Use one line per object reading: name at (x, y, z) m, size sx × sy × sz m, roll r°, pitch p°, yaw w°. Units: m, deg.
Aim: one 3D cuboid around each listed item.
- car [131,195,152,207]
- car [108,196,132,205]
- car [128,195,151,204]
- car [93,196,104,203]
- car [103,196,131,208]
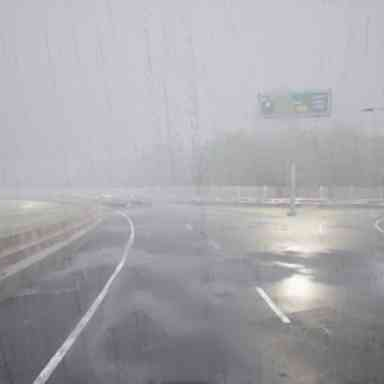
car at (-7.270, 1.363, 47.491) m, size 2.128 × 1.511 × 4.902 m, roll 0°, pitch 0°, yaw -28°
car at (-12.276, 1.362, 56.592) m, size 2.033 × 1.411 × 5.357 m, roll 0°, pitch 0°, yaw -34°
car at (-9.307, 1.330, 58.446) m, size 2.128 × 1.511 × 4.902 m, roll 0°, pitch 0°, yaw -34°
car at (-15.245, 1.356, 54.739) m, size 1.994 × 1.385 × 4.181 m, roll 0°, pitch 0°, yaw -34°
car at (-10.461, 1.409, 46.056) m, size 1.994 × 1.385 × 4.181 m, roll 0°, pitch 0°, yaw -28°
